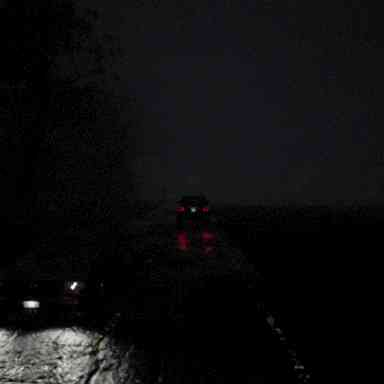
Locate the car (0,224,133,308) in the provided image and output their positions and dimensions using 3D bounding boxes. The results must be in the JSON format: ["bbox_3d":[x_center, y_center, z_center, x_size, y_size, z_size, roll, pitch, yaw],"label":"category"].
[{"bbox_3d":[-2.754,1.546,8.370,2.033,1.411,5.357,0,0,0],"label":"car"}]

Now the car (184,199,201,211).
[{"bbox_3d":[0.087,1.560,41.240,1.994,1.385,4.181,0,0,0],"label":"car"}]

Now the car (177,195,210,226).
[{"bbox_3d":[0.092,1.219,23.651,2.150,2.045,5.566,0,0,0],"label":"car"}]
